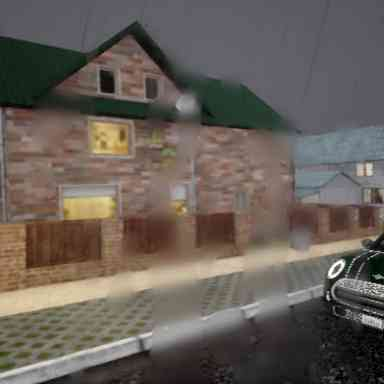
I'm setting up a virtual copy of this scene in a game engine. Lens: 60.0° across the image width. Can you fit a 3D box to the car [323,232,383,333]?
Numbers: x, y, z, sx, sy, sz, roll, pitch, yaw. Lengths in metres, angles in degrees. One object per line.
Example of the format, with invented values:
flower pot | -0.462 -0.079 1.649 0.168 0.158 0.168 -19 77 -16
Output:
car | 4.521 1.350 6.289 4.553 1.767 2.097 0 0 -35
